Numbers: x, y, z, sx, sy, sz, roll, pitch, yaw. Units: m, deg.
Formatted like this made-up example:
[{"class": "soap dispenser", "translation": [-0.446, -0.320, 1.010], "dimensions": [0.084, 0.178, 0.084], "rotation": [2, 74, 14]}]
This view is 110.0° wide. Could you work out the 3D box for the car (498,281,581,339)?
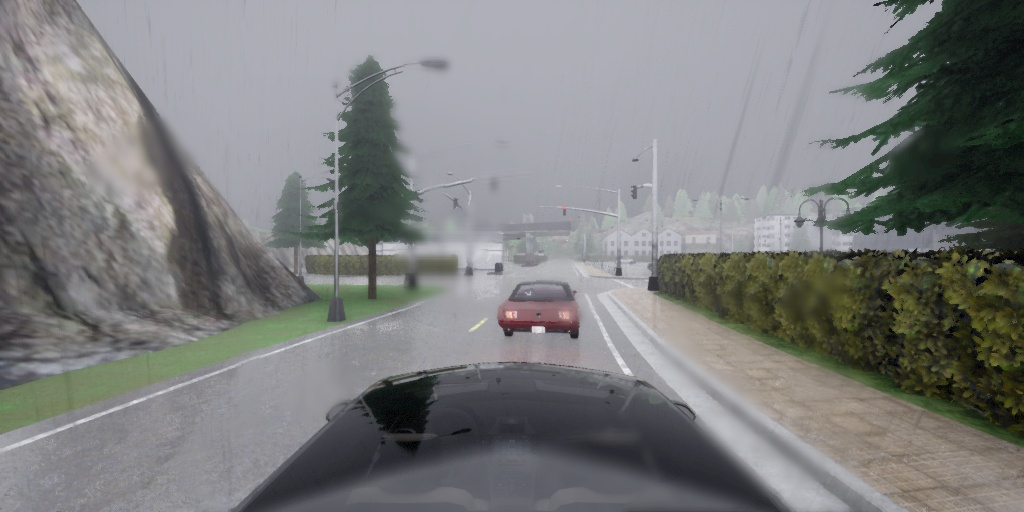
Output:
[{"class": "car", "translation": [0.921, 1.351, 10.183], "dimensions": [1.895, 1.301, 4.718], "rotation": [0, 0, 8]}]
